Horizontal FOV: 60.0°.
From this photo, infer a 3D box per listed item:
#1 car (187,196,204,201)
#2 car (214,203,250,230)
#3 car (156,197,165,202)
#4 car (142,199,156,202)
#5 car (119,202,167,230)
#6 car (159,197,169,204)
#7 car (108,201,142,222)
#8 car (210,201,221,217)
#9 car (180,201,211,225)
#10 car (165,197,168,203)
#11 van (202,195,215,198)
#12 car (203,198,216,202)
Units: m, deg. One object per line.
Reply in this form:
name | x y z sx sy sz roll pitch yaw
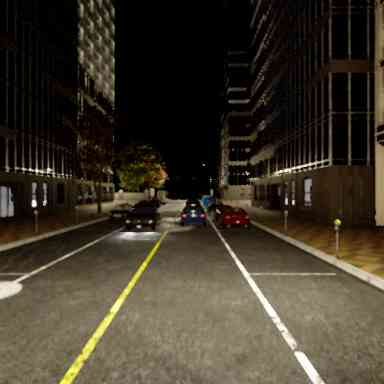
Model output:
car | 0.110 1.645 41.284 1.882 1.535 5.008 0 0 0
car | 2.695 1.640 21.830 1.887 1.381 4.507 0 0 0
car | -5.675 1.747 50.335 1.947 1.339 4.313 0 0 0
car | -5.680 1.706 38.931 1.887 1.381 4.507 0 0 0
car | -3.083 1.644 22.015 2.033 1.411 5.357 0 0 0
car | -5.798 1.705 68.966 1.752 1.417 4.829 0 0 0
car | -5.683 1.671 27.531 2.008 1.369 4.403 0 0 0
car | 2.697 1.702 27.527 1.802 1.307 4.206 0 0 0
car | 0.106 1.656 24.899 2.033 1.411 5.357 0 0 0
car | -5.752 1.747 61.732 1.947 1.339 4.313 0 0 0
van | 2.707 1.521 50.334 1.690 1.788 3.998 0 0 0
car | 2.701 1.712 38.929 2.008 1.369 4.403 0 0 0
